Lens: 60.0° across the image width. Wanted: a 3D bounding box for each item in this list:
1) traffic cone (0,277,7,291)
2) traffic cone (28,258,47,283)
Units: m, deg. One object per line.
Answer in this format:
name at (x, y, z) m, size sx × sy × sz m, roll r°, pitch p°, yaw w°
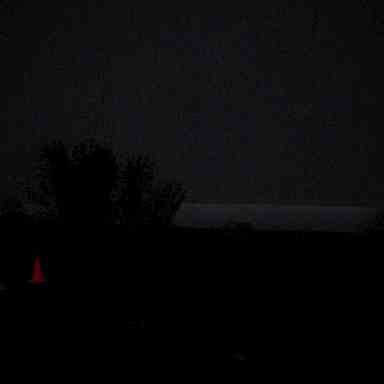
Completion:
traffic cone at (-4.601, 2.003, 7.831) m, size 0.340 × 0.580 × 0.340 m, roll 0°, pitch -1°, yaw 37°
traffic cone at (-4.005, 2.014, 8.634) m, size 0.340 × 0.580 × 0.340 m, roll 0°, pitch -1°, yaw 37°
